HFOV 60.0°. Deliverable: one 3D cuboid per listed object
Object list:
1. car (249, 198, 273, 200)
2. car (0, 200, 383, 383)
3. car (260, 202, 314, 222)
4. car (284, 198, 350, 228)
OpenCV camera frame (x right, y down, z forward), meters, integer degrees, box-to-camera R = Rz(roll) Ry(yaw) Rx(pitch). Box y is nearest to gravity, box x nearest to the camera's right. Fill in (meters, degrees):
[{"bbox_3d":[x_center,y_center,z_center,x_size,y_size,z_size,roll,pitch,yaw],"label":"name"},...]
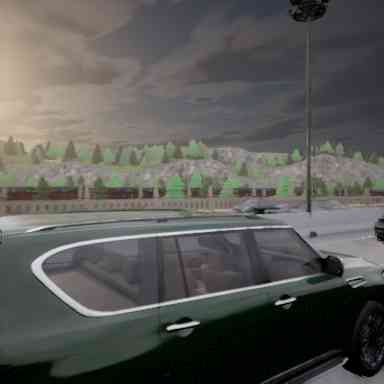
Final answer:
[{"bbox_3d":[5.673,1.351,29.516,4.553,1.767,2.097,0,0,-35],"label":"car"},{"bbox_3d":[0.182,1.221,3.876,5.566,2.045,2.150,0,0,-35],"label":"car"},{"bbox_3d":[7.637,1.563,26.620,4.181,1.385,1.994,0,0,-35],"label":"car"},{"bbox_3d":[8.687,1.351,23.070,4.553,1.767,2.097,0,0,-35],"label":"car"}]
